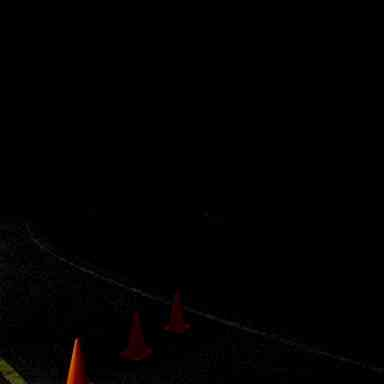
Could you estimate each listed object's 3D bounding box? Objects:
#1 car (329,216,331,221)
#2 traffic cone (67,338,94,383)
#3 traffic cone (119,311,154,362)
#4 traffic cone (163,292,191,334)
[{"bbox_3d":[35.611,6.632,82.737,1.851,1.617,3.988,-4,-3,4],"label":"car"},{"bbox_3d":[-1.284,1.945,3.740,0.340,0.580,0.340,1,1,31],"label":"traffic cone"},{"bbox_3d":[-0.764,1.938,4.590,0.340,0.580,0.340,1,1,31],"label":"traffic cone"},{"bbox_3d":[-0.245,1.931,5.441,0.340,0.580,0.340,1,1,31],"label":"traffic cone"}]
